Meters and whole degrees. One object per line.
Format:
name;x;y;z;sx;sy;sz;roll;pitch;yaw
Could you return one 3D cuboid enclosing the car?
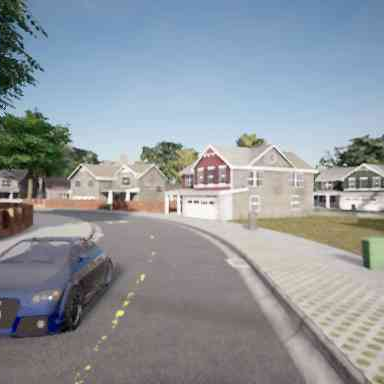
car;-2.972;1.641;6.838;1.994;1.385;4.181;0;-1;-1
